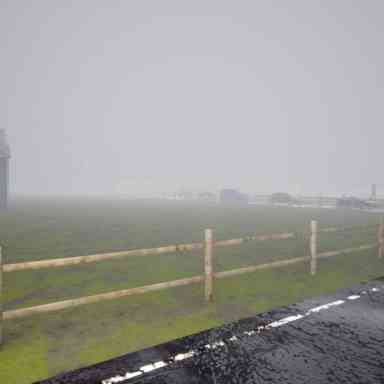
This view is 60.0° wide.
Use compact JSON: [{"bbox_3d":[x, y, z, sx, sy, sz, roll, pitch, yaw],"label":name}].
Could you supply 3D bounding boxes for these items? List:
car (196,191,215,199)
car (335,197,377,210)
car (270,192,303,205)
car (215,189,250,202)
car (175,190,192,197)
[{"bbox_3d":[2.751,0.597,65.460,1.837,1.490,4.892,0,1,-35],"label":"car"},{"bbox_3d":[18.372,1.216,37.321,1.994,1.385,4.181,0,1,-35],"label":"car"},{"bbox_3d":[12.790,0.830,45.150,2.097,1.767,4.553,0,1,-35],"label":"car"},{"bbox_3d":[6.794,0.514,53.561,2.150,2.045,5.566,0,1,-35],"label":"car"},{"bbox_3d":[-1.814,0.362,71.802,1.837,1.490,4.892,0,1,-36],"label":"car"}]
